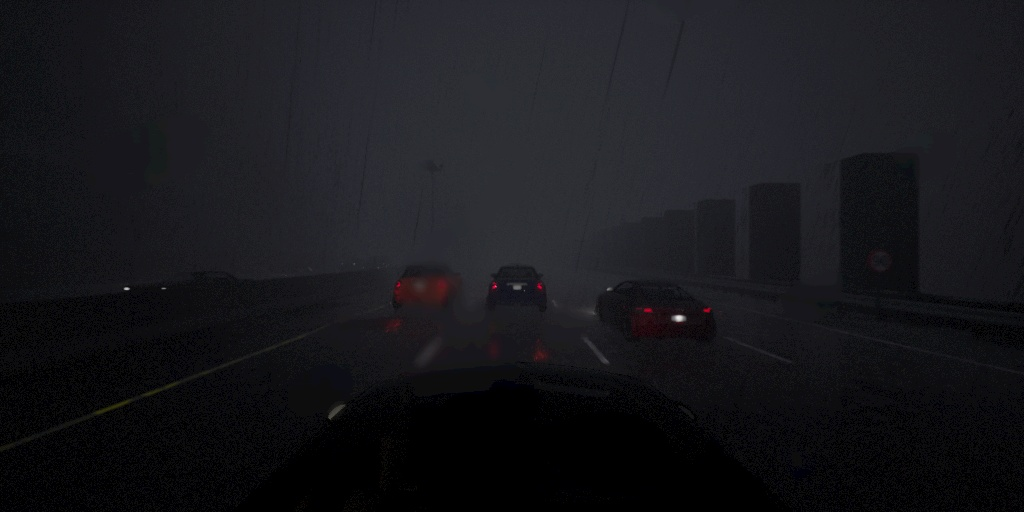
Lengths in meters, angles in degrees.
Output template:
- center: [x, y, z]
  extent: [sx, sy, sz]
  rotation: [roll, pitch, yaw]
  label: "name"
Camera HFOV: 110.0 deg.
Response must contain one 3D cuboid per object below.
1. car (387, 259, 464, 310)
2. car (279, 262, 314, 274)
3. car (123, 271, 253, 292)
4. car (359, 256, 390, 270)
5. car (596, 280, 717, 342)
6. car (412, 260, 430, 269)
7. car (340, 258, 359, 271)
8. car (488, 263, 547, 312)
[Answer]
- center: [-3.294, 1.113, 15.016]
  extent: [2.097, 1.767, 4.553]
  rotation: [0, 0, 1]
  label: "car"
- center: [-24.507, 1.322, 40.864]
  extent: [1.994, 1.385, 4.181]
  rotation: [0, 0, -1]
  label: "car"
- center: [-13.989, 1.345, 15.845]
  extent: [1.895, 1.301, 4.718]
  rotation: [0, 0, 1]
  label: "car"
- center: [-17.654, 0.996, 47.283]
  extent: [2.150, 2.045, 5.566]
  rotation: [0, 0, -1]
  label: "car"
- center: [3.657, 1.331, 9.822]
  extent: [1.994, 1.385, 4.181]
  rotation: [0, 0, 0]
  label: "car"
- center: [-14.644, 1.397, 57.881]
  extent: [1.895, 1.301, 4.718]
  rotation: [0, 0, -4]
  label: "car"
- center: [-21.184, 1.125, 48.053]
  extent: [2.097, 1.767, 4.553]
  rotation: [0, 0, -1]
  label: "car"
- center: [0.200, 1.118, 14.512]
  extent: [2.097, 1.767, 4.553]
  rotation: [0, 0, 1]
  label: "car"
